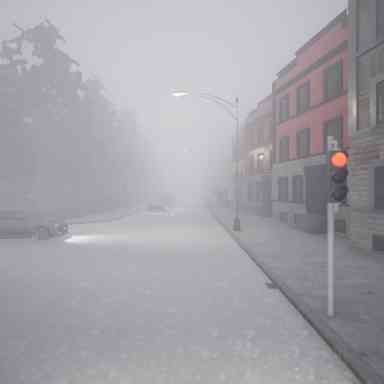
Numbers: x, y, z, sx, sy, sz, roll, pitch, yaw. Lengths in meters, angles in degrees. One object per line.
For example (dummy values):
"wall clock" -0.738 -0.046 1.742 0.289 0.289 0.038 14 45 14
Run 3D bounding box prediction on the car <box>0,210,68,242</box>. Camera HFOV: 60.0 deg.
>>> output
"car" -8.143 1.564 15.767 4.181 1.385 1.994 0 0 -7

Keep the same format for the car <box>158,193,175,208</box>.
"car" -4.088 1.221 49.539 2.150 2.045 5.566 0 0 0

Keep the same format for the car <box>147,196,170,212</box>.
"car" -4.095 1.547 39.352 2.033 1.411 5.357 0 0 0
